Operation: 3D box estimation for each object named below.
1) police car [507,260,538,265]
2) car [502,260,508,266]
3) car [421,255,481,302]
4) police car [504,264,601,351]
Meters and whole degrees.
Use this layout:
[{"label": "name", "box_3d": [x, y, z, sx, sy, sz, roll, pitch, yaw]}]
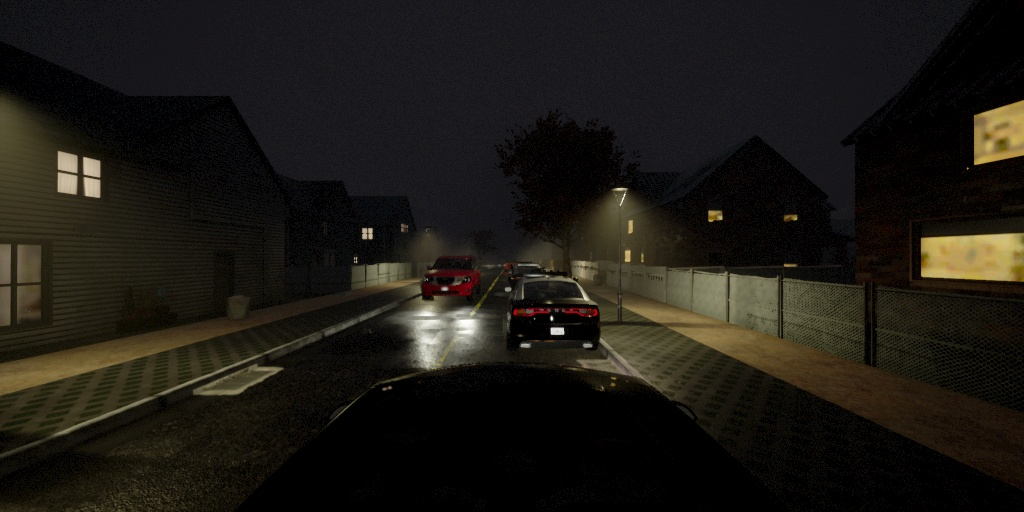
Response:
[{"label": "police car", "box_3d": [0.858, 1.184, 19.165, 1.930, 1.638, 5.238, 0, 0, 0]}, {"label": "car", "box_3d": [0.130, 1.210, 47.979, 2.097, 1.767, 4.553, 0, 0, 1]}, {"label": "car", "box_3d": [-2.720, 0.979, 17.291, 2.150, 2.045, 5.566, 0, 0, 0]}, {"label": "police car", "box_3d": [0.839, 1.178, 9.165, 1.930, 1.638, 5.238, 0, 0, 0]}]
